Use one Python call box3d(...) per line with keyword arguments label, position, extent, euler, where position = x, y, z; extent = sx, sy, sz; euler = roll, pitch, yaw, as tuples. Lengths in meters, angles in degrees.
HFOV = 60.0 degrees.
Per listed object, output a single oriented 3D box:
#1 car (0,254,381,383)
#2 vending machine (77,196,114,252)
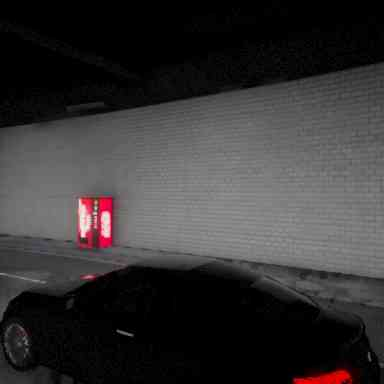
box3d(label="car", position=(-0.394, 1.526, 4.050), extent=(4.674, 1.442, 1.812), euler=(0, 0, 33))
box3d(label="vending machine", position=(-3.784, 1.195, 13.047), extent=(0.880, 2.100, 1.100), euler=(0, 0, 29))
